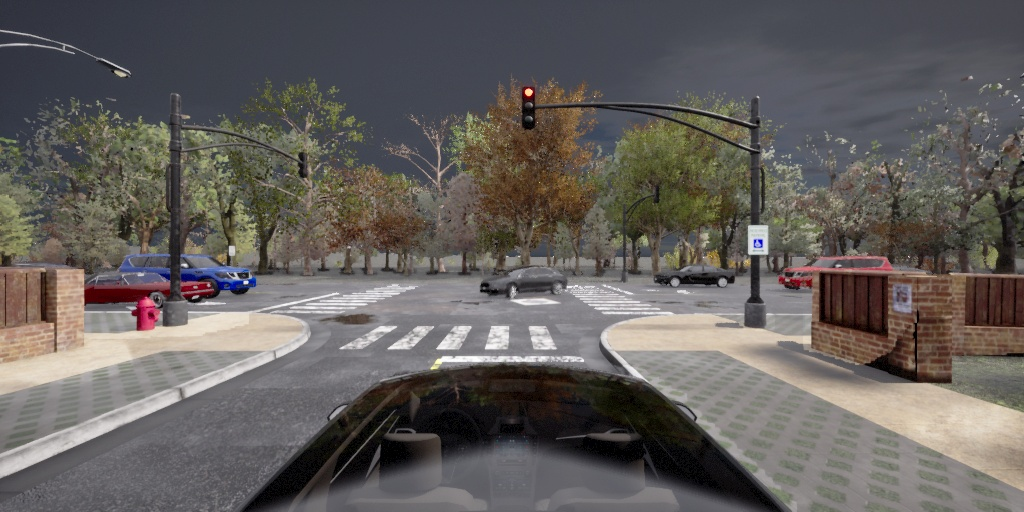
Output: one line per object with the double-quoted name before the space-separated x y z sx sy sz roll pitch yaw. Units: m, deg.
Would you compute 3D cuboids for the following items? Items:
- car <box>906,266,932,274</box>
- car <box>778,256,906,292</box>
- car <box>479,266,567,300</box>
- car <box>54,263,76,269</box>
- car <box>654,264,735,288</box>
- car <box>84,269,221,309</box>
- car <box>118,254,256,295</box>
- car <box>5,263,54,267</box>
"car" 24.934 1.325 23.999 5.008 1.535 1.882 0 0 0
"car" 18.699 1.043 20.738 5.566 2.045 2.150 0 0 0
"car" 0.634 1.262 17.941 4.892 1.490 1.837 1 -3 -37
"car" -27.767 1.143 20.682 4.902 1.511 2.128 0 0 0
"car" 12.116 1.283 23.986 5.008 1.535 1.882 0 0 0
"car" -14.634 1.294 13.997 4.718 1.301 1.895 0 0 -3
"car" -15.561 0.916 17.247 5.566 2.045 2.150 0 0 0
"car" -25.612 1.180 17.232 4.674 1.442 1.812 0 0 0
